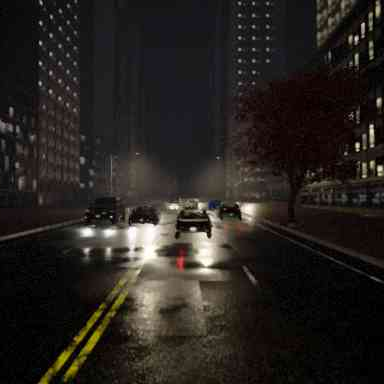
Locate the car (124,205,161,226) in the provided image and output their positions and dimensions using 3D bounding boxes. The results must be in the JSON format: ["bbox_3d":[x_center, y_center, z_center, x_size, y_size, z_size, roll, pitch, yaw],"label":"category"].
[{"bbox_3d":[-3.402,1.699,24.254,1.994,1.385,4.181,0,0,0],"label":"car"}]

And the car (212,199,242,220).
[{"bbox_3d":[3.264,1.667,29.806,2.128,1.511,4.902,0,0,0],"label":"car"}]

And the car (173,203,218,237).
[{"bbox_3d":[0.057,1.599,18.619,2.128,1.511,4.902,0,0,0],"label":"car"}]

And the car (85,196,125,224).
[{"bbox_3d":[-6.657,1.365,26.239,2.150,2.045,5.566,0,0,0],"label":"car"}]

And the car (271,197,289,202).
[{"bbox_3d":[19.765,1.726,74.094,4.403,1.369,2.008,0,-1,-1],"label":"car"}]

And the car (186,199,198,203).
[{"bbox_3d":[-0.011,1.805,48.811,1.812,1.442,4.674,0,0,0],"label":"car"}]

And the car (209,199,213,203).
[{"bbox_3d":[3.230,1.748,46.683,1.882,1.535,5.008,0,0,0],"label":"car"}]

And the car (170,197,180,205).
[{"bbox_3d":[-3.401,1.818,66.443,2.128,1.511,4.902,0,0,0],"label":"car"}]

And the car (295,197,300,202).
[{"bbox_3d":[25.027,1.840,82.554,4.829,1.417,1.752,0,-1,-1],"label":"car"}]
